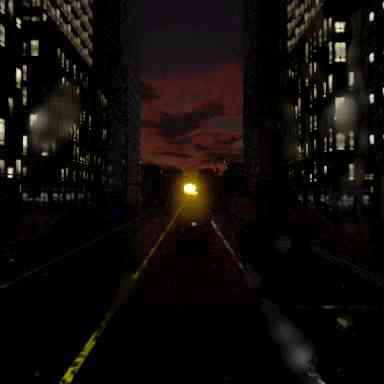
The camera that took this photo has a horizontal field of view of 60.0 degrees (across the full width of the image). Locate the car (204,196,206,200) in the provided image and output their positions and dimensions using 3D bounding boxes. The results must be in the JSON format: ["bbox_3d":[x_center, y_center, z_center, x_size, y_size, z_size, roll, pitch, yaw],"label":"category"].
[{"bbox_3d":[2.684,1.579,45.812,1.802,1.307,4.206,0,0,0],"label":"car"}]

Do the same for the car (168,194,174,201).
[{"bbox_3d":[-5.703,1.508,79.807,1.752,1.417,4.829,0,0,0],"label":"car"}]

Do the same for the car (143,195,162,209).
[{"bbox_3d":[-5.696,1.438,45.824,1.967,1.590,4.097,0,0,0],"label":"car"}]

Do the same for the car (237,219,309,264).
[{"bbox_3d":[2.691,1.568,11.660,1.947,1.339,4.313,0,0,0],"label":"car"}]

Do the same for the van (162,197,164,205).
[{"bbox_3d":[-5.696,1.336,51.517,1.690,1.788,3.998,0,0,0],"label":"van"}]

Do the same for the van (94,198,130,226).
[{"bbox_3d":[-5.691,1.343,23.056,1.690,1.788,3.998,0,0,0],"label":"van"}]

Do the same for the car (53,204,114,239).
[{"bbox_3d":[-5.691,1.547,17.364,1.887,1.381,4.507,0,0,0],"label":"car"}]

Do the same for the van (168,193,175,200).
[{"bbox_3d":[-5.704,1.317,91.362,1.690,1.788,3.998,0,0,0],"label":"van"}]

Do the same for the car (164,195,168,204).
[{"bbox_3d":[-5.698,1.559,57.210,1.947,1.339,4.313,0,0,0],"label":"car"}]

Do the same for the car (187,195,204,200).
[{"bbox_3d":[0.091,1.477,37.951,1.882,1.535,5.008,0,0,0],"label":"car"}]

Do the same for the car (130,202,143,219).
[{"bbox_3d":[-5.693,1.584,28.748,1.802,1.307,4.206,0,0,0],"label":"car"}]

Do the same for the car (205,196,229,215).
[{"bbox_3d":[2.687,1.441,34.427,1.967,1.590,4.097,0,0,0],"label":"car"}]

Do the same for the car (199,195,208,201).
[{"bbox_3d":[2.678,1.423,79.963,1.967,1.590,4.097,0,0,0],"label":"car"}]

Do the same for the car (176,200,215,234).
[{"bbox_3d":[0.096,1.480,19.423,1.882,1.535,5.008,0,0,0],"label":"car"}]
